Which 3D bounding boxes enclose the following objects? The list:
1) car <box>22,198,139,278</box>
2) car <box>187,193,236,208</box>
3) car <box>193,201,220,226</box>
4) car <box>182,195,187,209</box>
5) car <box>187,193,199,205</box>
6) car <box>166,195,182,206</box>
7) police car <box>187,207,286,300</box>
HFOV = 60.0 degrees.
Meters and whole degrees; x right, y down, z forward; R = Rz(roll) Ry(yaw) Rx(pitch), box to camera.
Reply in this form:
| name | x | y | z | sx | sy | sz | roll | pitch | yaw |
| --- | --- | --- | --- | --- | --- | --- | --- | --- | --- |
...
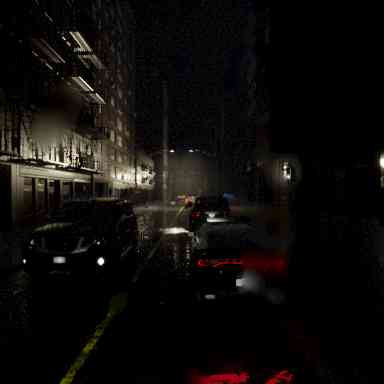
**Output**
| name | x | y | z | sx | sy | sz | roll | pitch | yaw |
| --- | --- | --- | --- | --- | --- | --- | --- | --- | --- |
| car | -3.074 | 1.220 | 10.488 | 2.150 | 2.045 | 5.566 | 0 | 0 | 0 |
| car | 0.947 | 1.225 | 18.480 | 2.150 | 2.045 | 5.566 | 0 | 0 | 0 |
| car | 0.962 | 1.507 | 24.451 | 1.837 | 1.490 | 4.892 | 0 | 0 | 0 |
| car | 0.147 | 1.373 | 45.570 | 2.097 | 1.767 | 4.553 | 0 | 0 | 1 |
| car | 0.150 | 1.260 | 59.565 | 2.150 | 2.045 | 5.566 | 0 | 0 | 0 |
| car | -2.956 | 1.557 | 53.895 | 1.812 | 1.442 | 4.674 | 0 | 0 | 0 |
| police car | 0.920 | 1.424 | 8.560 | 1.930 | 1.638 | 5.238 | 0 | 0 | 0 |
